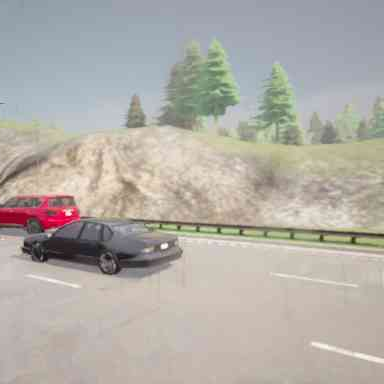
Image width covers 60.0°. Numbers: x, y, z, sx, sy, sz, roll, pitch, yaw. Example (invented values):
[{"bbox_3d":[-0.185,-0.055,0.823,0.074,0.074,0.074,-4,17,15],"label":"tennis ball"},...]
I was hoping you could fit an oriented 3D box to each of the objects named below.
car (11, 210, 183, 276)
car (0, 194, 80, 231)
[{"bbox_3d":[-2.887,1.489,10.143,5.357,1.411,2.033,0,0,31],"label":"car"},{"bbox_3d":[-8.331,1.143,17.287,5.566,2.045,2.150,0,0,28],"label":"car"}]
